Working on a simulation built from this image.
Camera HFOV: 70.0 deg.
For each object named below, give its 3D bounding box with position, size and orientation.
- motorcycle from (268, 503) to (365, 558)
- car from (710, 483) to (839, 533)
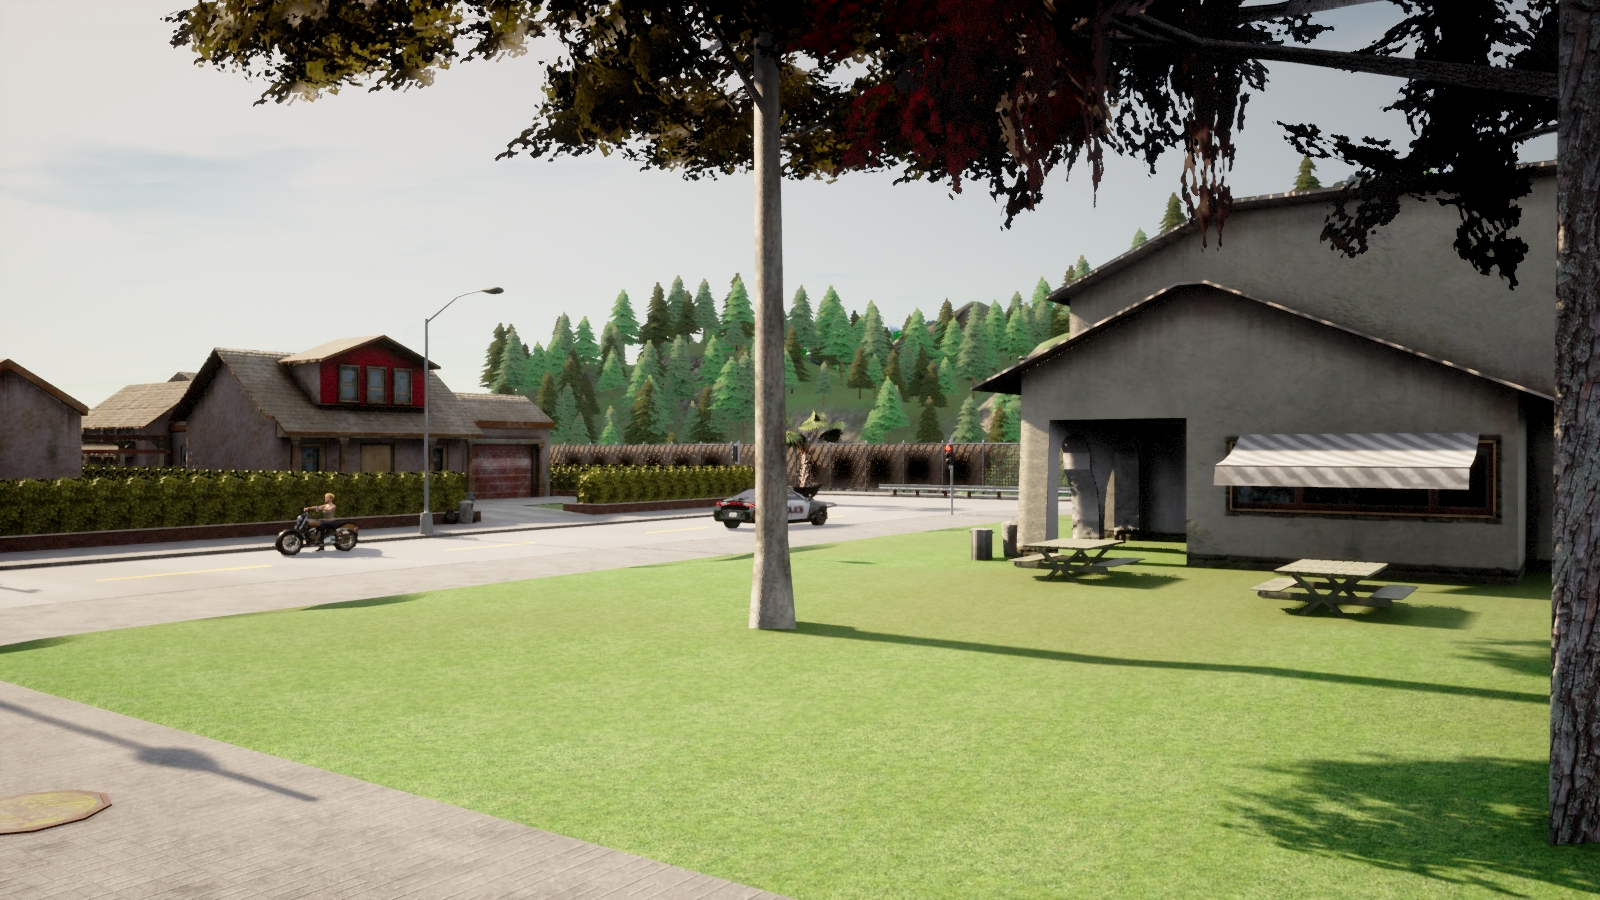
[{"bbox_3d":[-13.052,2.155,30.913,0.764,1.307,2.356,0,0,35],"label":"motorcycle"},{"bbox_3d":[-0.850,2.038,41.431,2.038,1.542,4.974,0,0,37],"label":"car"}]
